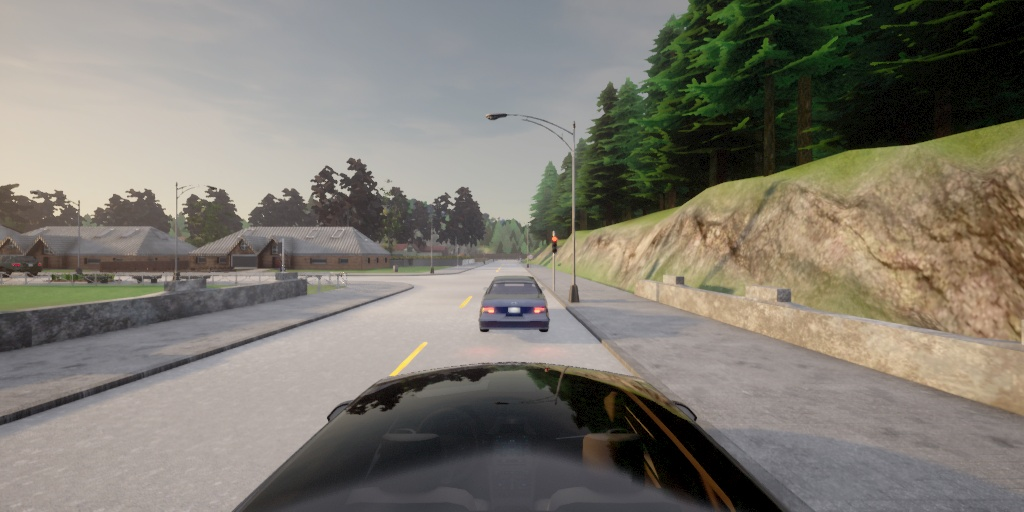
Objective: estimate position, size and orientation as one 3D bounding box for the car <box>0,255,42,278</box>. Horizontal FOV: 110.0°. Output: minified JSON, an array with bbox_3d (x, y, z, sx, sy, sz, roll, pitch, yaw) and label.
[{"bbox_3d":[-47.375,0.969,33.322,5.566,2.045,2.150,0,0,1],"label":"car"}]

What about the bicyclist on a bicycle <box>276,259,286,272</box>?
[{"bbox_3d":[-24.162,1.096,37.572,0.582,1.620,1.656,0,0,0],"label":"bicyclist on a bicycle"}]

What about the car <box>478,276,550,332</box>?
[{"bbox_3d":[0.063,1.297,10.791,2.033,1.411,5.357,0,0,0],"label":"car"}]
